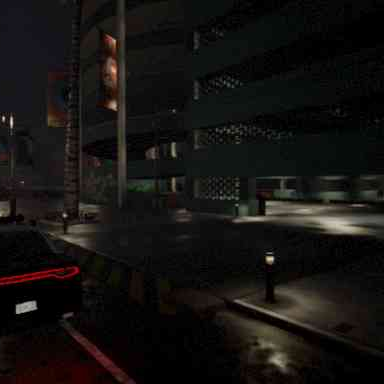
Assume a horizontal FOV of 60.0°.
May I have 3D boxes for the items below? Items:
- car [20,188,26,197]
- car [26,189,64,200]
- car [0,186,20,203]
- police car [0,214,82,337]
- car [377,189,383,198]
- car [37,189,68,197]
[{"bbox_3d":[-28.472,0.085,53.849,1.882,1.535,5.008,0,2,21],"label":"car"},{"bbox_3d":[-20.081,0.265,46.292,1.882,1.535,5.008,0,2,15],"label":"car"},{"bbox_3d":[-20.907,0.317,35.242,2.150,2.045,5.566,0,2,-3],"label":"car"},{"bbox_3d":[-3.835,1.257,6.333,1.930,1.638,5.238,-2,2,-40],"label":"police car"},{"bbox_3d":[26.260,0.061,42.431,2.002,1.452,4.674,-2,2,-40],"label":"car"},{"bbox_3d":[-23.587,0.121,56.422,1.895,1.301,4.718,1,2,27],"label":"car"}]
